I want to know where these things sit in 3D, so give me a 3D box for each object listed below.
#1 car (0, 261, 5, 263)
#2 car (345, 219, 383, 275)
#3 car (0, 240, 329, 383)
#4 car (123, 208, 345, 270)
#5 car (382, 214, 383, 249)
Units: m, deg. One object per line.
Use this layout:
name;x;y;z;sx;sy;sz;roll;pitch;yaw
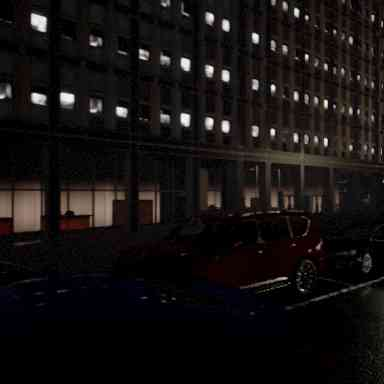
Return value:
car;-3.720;1.551;3.901;4.403;1.369;2.008;0;0;-36
car;5.294;1.553;10.334;4.403;1.369;2.008;0;0;-36
car;-1.324;1.478;2.436;5.008;1.535;1.882;0;0;-36
car;0.788;1.316;7.116;5.009;1.841;2.192;0;0;-36
car;9.801;1.549;13.550;4.507;1.381;1.887;0;0;-36
